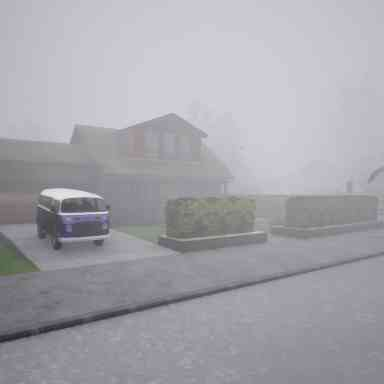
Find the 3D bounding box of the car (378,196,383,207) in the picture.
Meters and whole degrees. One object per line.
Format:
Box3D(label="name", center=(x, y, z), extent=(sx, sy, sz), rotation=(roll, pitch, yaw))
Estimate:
Box3D(label="car", center=(24.583, 0.985, 41.404), extent=(3.866, 1.878, 1.905), rotation=(0, 0, -1))
